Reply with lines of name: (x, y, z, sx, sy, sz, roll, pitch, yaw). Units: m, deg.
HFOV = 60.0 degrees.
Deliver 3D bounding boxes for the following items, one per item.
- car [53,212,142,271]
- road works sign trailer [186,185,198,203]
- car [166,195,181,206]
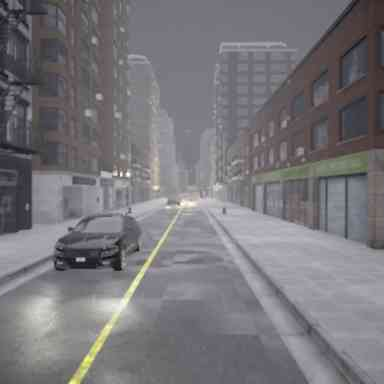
car: (-2.856, 1.460, 11.024, 1.882, 1.535, 5.008, 0, 0, 0)
road works sign trailer: (-0.031, 0.340, 66.131, 2.380, 3.560, 2.880, 0, 0, 0)
car: (-2.844, 1.260, 51.735, 2.097, 1.767, 4.553, 0, 0, 0)
